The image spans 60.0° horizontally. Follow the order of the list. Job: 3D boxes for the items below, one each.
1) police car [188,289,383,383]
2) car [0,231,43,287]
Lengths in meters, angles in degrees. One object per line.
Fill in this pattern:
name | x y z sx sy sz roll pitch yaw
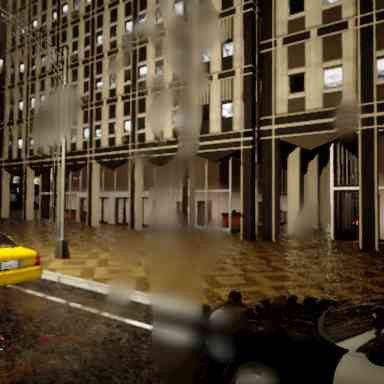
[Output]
police car | 2.386 1.557 3.042 5.238 1.638 1.930 0 -2 33
car | -6.051 1.533 8.561 5.366 1.575 1.801 0 -2 33
